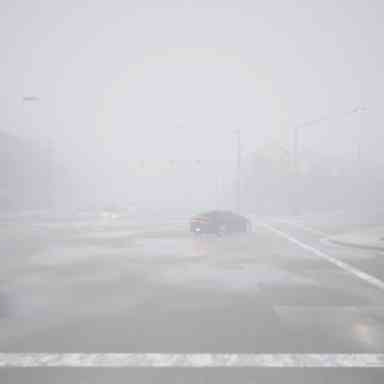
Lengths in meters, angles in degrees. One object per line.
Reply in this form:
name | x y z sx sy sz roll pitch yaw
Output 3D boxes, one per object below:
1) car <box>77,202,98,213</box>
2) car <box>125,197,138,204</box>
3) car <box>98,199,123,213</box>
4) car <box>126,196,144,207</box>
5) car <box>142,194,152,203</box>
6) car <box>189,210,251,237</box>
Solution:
car | -14.106 2.014 45.620 2.033 1.411 5.357 0 0 0
car | -14.018 1.863 77.085 2.128 1.511 4.902 0 -1 0
car | -10.606 2.033 44.096 1.994 1.385 4.181 0 0 0
car | -10.557 1.878 59.835 2.033 1.411 5.357 0 1 1
car | -10.518 1.552 75.724 2.150 2.045 5.566 0 -1 0
car | 1.823 1.823 19.957 1.837 1.490 4.892 0 -1 38
